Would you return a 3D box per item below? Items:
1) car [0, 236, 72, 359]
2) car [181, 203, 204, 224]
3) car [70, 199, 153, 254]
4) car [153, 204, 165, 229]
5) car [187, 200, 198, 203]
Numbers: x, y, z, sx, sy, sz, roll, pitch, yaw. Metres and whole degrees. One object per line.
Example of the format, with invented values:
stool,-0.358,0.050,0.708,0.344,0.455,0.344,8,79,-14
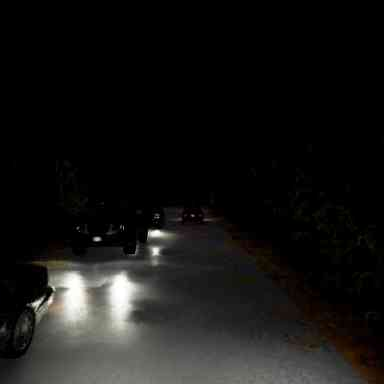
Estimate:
car,-3.197,1.535,3.234,2.033,1.411,5.357,0,0,0
car,0.077,1.928,28.367,2.033,1.411,5.357,0,-1,0
car,-3.186,1.290,13.974,2.150,2.045,5.566,0,-1,0
car,-3.143,1.657,24.260,2.097,1.767,4.553,0,-1,0
car,0.091,1.908,44.684,2.097,1.767,4.553,0,0,0
